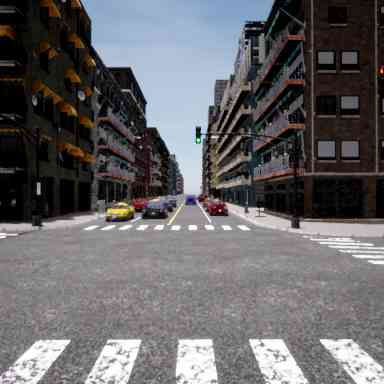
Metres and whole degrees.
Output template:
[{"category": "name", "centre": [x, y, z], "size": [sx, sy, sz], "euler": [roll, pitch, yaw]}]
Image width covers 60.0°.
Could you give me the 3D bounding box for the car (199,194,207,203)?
[{"category": "car", "centre": [2.428, 1.340, 71.448], "size": [2.192, 1.841, 5.009], "euler": [1, 0, 0]}]

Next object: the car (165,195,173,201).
[{"category": "car", "centre": [-6.017, 1.560, 87.828], "size": [1.752, 1.417, 4.829], "euler": [1, 0, 0]}]

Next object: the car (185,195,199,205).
[{"category": "car", "centre": [-0.224, 1.544, 59.033], "size": [1.812, 1.442, 4.674], "euler": [0, 0, 0]}]

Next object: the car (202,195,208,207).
[{"category": "car", "centre": [2.553, 1.451, 38.307], "size": [1.967, 1.590, 4.097], "euler": [1, 0, 0]}]

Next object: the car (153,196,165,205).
[{"category": "car", "centre": [-5.912, 1.545, 60.212], "size": [1.752, 1.417, 4.829], "euler": [1, 0, 0]}]

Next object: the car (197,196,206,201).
[{"category": "car", "centre": [2.384, 1.597, 82.493], "size": [1.947, 1.339, 4.313], "euler": [1, 0, 0]}]

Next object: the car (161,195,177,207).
[{"category": "car", "centre": [-3.274, 1.506, 50.092], "size": [2.128, 1.511, 4.902], "euler": [0, 0, 0]}]

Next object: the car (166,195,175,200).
[{"category": "car", "centre": [-6.039, 1.589, 93.522], "size": [2.008, 1.369, 4.403], "euler": [1, 0, 0]}]

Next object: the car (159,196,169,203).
[{"category": "car", "centre": [-5.955, 1.570, 71.429], "size": [1.887, 1.381, 4.507], "euler": [1, 0, 0]}]

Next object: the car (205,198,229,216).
[{"category": "car", "centre": [2.574, 1.553, 32.783], "size": [1.887, 1.381, 4.507], "euler": [1, 0, 0]}]

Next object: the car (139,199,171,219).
[{"category": "car", "centre": [-3.201, 1.571, 29.225], "size": [1.994, 1.385, 4.181], "euler": [0, 0, 0]}]

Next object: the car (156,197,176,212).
[{"category": "car", "centre": [-3.237, 1.575, 38.673], "size": [1.994, 1.385, 4.181], "euler": [0, 0, 0]}]

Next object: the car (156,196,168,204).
[{"category": "car", "centre": [-5.934, 1.573, 65.906], "size": [2.008, 1.369, 4.403], "euler": [1, 0, 0]}]

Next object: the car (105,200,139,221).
[{"category": "car", "centre": [-5.785, 1.532, 27.072], "size": [1.752, 1.417, 4.829], "euler": [1, 0, 0]}]

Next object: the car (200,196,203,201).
[{"category": "car", "centre": [2.510, 1.596, 49.353], "size": [1.802, 1.307, 4.206], "euler": [1, 0, 0]}]

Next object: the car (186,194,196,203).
[{"category": "car", "centre": [-0.262, 1.376, 69.009], "size": [2.097, 1.767, 4.553], "euler": [0, 0, 0]}]
